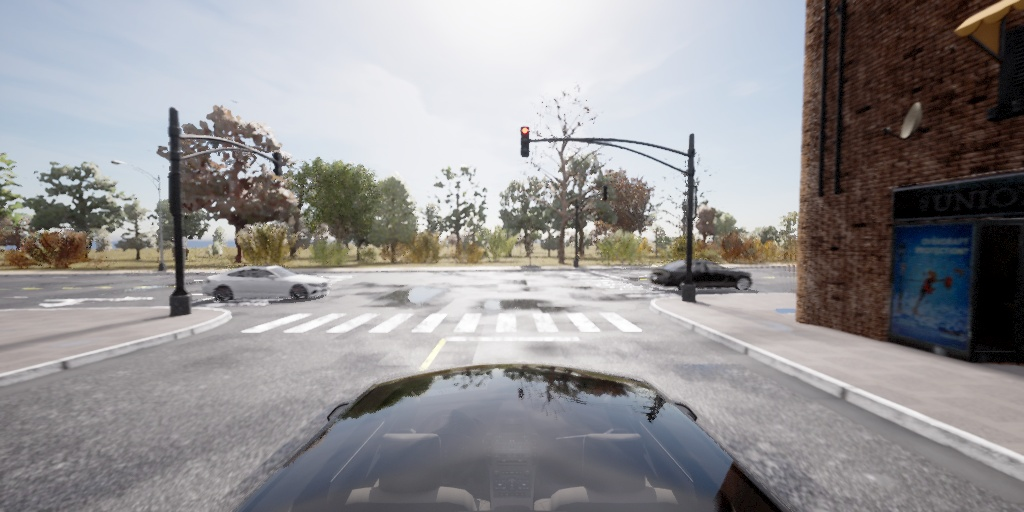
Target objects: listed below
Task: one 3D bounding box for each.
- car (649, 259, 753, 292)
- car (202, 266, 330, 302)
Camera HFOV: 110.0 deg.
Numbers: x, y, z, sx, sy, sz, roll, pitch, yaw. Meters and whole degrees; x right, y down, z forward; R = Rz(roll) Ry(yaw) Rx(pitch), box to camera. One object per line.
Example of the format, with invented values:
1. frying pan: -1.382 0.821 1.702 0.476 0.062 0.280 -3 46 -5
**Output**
1. car: 9.499 0.933 18.079 5.008 1.535 1.882 0 2 -8
2. car: -10.406 1.137 15.368 4.674 1.442 1.812 0 2 -7
